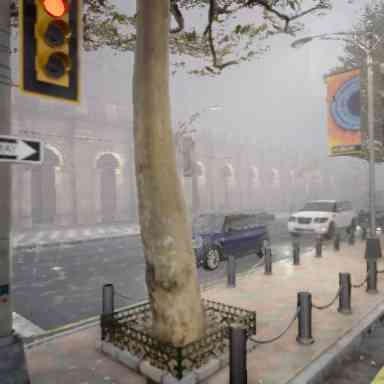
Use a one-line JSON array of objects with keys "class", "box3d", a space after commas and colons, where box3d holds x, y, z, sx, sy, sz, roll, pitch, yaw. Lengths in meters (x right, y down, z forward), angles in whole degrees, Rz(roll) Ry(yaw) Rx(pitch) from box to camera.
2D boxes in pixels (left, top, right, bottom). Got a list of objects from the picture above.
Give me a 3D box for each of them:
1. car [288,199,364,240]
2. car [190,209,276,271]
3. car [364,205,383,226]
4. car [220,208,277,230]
[{"class": "car", "box3d": [7.530, 1.435, 18.787, 2.150, 2.045, 5.566, -1, -1, 44]}, {"class": "car", "box3d": [0.864, 1.531, 11.780, 2.097, 1.767, 4.553, -1, -1, 43]}, {"class": "car", "box3d": [14.326, 1.773, 25.908, 1.812, 1.442, 4.674, -1, -1, 44]}, {"class": "car", "box3d": [4.339, 1.940, 25.071, 1.895, 1.301, 4.718, -1, -1, 43]}]
